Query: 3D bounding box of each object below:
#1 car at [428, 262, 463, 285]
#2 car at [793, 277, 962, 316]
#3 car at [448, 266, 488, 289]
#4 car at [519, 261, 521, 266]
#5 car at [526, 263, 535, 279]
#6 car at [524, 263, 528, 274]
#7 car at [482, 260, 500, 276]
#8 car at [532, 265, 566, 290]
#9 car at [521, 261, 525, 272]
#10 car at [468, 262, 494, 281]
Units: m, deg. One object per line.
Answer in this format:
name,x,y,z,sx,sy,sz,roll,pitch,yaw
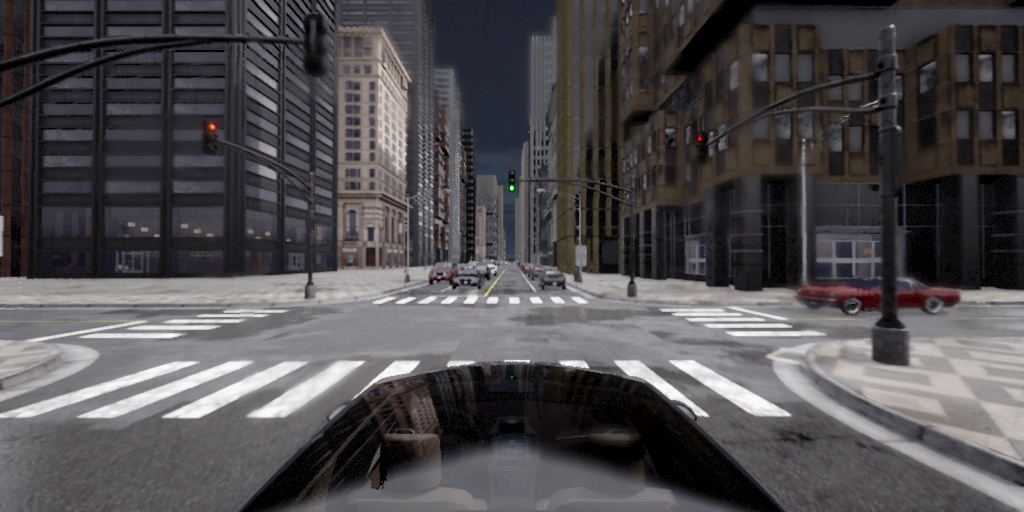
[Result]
car,-5.761,1.429,30.953,2.192,1.841,5.009,0,0,0
car,13.520,1.460,13.507,4.718,1.301,1.895,0,-1,0
car,-3.096,1.616,25.965,1.994,1.385,4.181,0,-1,1
car,2.767,1.986,64.802,1.967,1.591,4.097,0,0,0
car,2.765,1.736,36.602,2.007,1.370,4.403,0,0,0
car,2.765,1.802,42.242,1.888,1.381,4.507,0,0,0
car,-3.089,1.533,46.668,2.150,2.045,5.566,0,0,0
car,2.764,1.594,25.322,2.007,1.370,4.403,0,0,0
car,2.766,1.840,53.522,1.967,1.591,4.097,0,0,0
car,-3.095,1.656,36.041,1.882,1.535,5.008,0,-1,0
